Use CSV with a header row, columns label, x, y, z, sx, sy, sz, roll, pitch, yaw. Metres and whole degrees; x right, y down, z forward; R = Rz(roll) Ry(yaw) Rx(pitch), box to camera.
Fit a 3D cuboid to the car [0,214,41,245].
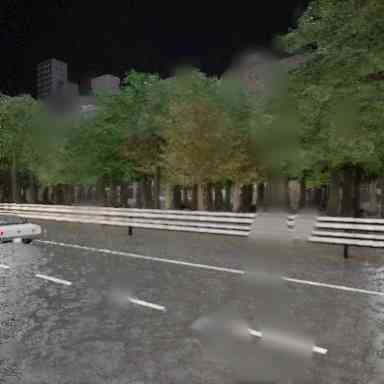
label,x,y,z,sx,sy,sz,roll,pitch,yaw
car,-8.645,1.605,14.348,4.718,1.301,1.895,0,0,36
